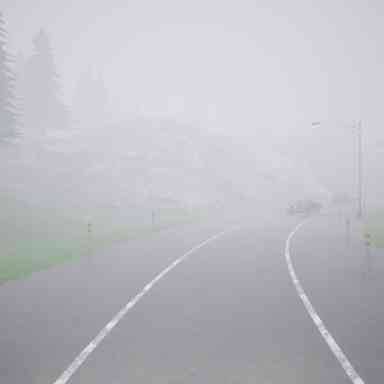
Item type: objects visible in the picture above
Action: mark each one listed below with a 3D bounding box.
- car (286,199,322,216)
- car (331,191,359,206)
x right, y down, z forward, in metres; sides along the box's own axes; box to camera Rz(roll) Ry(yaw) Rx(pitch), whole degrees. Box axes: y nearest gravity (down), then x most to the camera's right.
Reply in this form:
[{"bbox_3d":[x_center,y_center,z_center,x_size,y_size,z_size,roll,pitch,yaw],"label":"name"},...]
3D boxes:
[{"bbox_3d":[10.049,1.287,29.668,2.033,1.411,5.357,0,2,35],"label":"car"},{"bbox_3d":[18.754,0.624,40.624,2.097,1.767,4.553,0,3,41],"label":"car"}]
